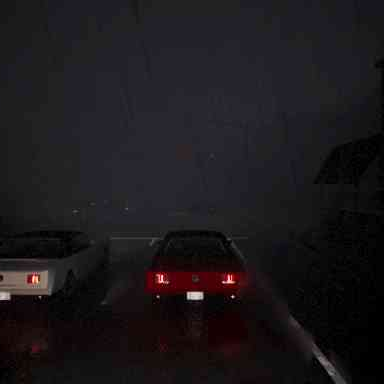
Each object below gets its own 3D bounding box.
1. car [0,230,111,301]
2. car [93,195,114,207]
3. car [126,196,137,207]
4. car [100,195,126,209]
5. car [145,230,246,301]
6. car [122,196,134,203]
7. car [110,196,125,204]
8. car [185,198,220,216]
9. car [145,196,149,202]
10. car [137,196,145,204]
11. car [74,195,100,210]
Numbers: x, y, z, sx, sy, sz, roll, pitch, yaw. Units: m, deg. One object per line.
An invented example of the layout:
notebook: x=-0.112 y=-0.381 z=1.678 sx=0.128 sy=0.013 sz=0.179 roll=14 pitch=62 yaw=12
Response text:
car: x=-3.427 y=1.601 z=8.261 sx=1.895 sy=1.301 sz=4.718 roll=0 pitch=0 yaw=0
car: x=-14.111 y=1.352 z=53.221 sx=2.097 sy=1.767 sz=4.553 roll=0 pitch=0 yaw=1
car: x=-10.615 y=1.352 z=52.671 sx=2.097 sy=1.767 sz=4.553 roll=0 pitch=0 yaw=0
car: x=-10.616 y=1.526 z=44.947 sx=1.812 sy=1.442 sz=4.674 roll=0 pitch=0 yaw=0
car: x=0.074 y=1.601 z=8.280 sx=1.895 sy=1.301 sz=4.718 roll=0 pitch=0 yaw=0
car: x=-14.034 y=1.519 z=73.025 sx=1.812 sy=1.442 sz=4.674 roll=0 pitch=0 yaw=0
car: x=-14.080 y=1.564 z=63.103 sx=1.994 sy=1.385 sz=4.181 roll=0 pitch=0 yaw=0
car: x=0.979 y=1.573 z=32.817 sx=1.994 sy=1.385 sz=4.181 roll=0 pitch=0 yaw=-31
car: x=-10.534 y=1.536 z=72.994 sx=2.033 sy=1.411 sz=5.357 roll=0 pitch=0 yaw=0
car: x=-10.577 y=1.564 z=62.601 sx=1.994 sy=1.385 sz=4.181 roll=0 pitch=0 yaw=1
car: x=-14.119 y=1.492 z=44.168 sx=2.128 sy=1.511 sz=4.902 roll=0 pitch=0 yaw=0
